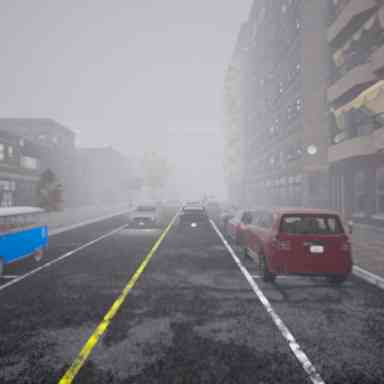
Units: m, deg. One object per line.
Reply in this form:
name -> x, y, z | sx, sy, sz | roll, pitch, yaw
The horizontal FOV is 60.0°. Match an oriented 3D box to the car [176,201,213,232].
car -> 0.099, 1.532, 20.525 | 1.837, 1.490, 4.892 | 0, 0, 0

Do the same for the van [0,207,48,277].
van -> -5.643, 1.353, 9.542 | 1.690, 1.788, 3.998 | 1, 0, 0

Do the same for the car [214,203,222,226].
car -> 2.703, 1.593, 20.976 | 1.947, 1.339, 4.313 | 1, 0, 0

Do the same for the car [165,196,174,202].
car -> -5.647, 1.681, 83.471 | 2.008, 1.369, 4.403 | 1, 0, 0

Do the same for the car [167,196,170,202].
car -> -5.644, 1.528, 60.724 | 1.967, 1.590, 4.097 | 1, 0, 0

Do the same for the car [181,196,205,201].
car -> 0.098, 1.544, 38.423 | 2.128, 1.511, 4.902 | 0, 0, 0

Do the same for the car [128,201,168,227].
car -> -3.101, 1.578, 23.127 | 2.033, 1.411, 5.357 | 0, 0, 0

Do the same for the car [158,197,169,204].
car -> -5.647, 1.680, 66.410 | 1.802, 1.307, 4.206 | 1, 0, 0

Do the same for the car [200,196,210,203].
car -> 2.700, 1.675, 72.155 | 1.947, 1.339, 4.313 | 1, 0, 0

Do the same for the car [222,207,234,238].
car -> 2.705, 1.460, 15.289 | 1.967, 1.590, 4.097 | 1, 0, 0

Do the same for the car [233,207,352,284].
car -> 2.707, 1.327, 9.603 | 2.192, 1.841, 5.009 | 1, 0, 0

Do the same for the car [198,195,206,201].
car -> 2.748, 1.583, 89.212 | 1.967, 1.590, 4.097 | 1, 0, 0

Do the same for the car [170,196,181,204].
car -> -3.028, 1.662, 63.600 | 1.994, 1.385, 4.181 | 0, 0, 1

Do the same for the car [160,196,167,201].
car -> -5.644, 1.519, 55.036 | 1.967, 1.590, 4.097 | 1, 0, 0

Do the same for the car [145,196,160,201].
car -> -5.645, 1.585, 43.493 | 1.752, 1.417, 4.829 | 1, 0, 0

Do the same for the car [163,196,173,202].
car -> -5.647, 1.685, 77.783 | 1.947, 1.339, 4.313 | 1, 0, 0

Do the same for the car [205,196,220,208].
car -> 2.701, 1.611, 43.722 | 2.008, 1.369, 4.403 | 1, 0, 0
